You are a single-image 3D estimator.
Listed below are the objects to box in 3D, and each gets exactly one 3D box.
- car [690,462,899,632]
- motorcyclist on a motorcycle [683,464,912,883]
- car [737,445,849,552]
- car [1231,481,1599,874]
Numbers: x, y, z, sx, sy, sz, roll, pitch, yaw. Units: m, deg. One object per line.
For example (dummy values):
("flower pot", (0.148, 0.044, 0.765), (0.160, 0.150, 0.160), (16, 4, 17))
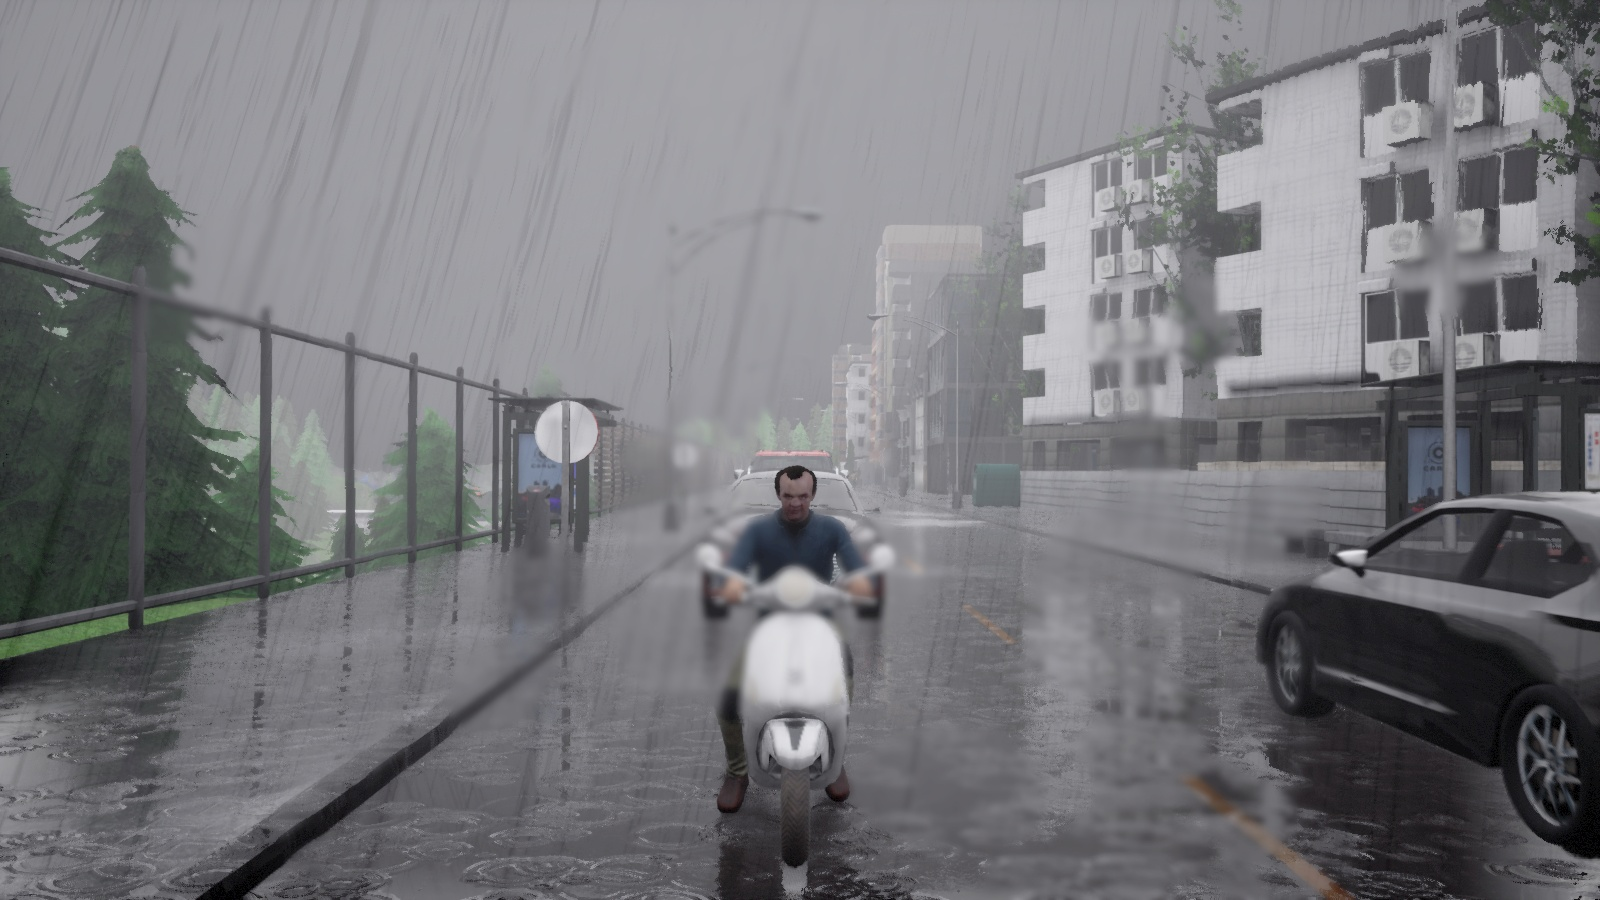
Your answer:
("car", (-0.070, 0.991, 14.704), (2.033, 1.649, 4.856), (0, -1, 0))
("motorcyclist on a motorcycle", (-0.014, 0.864, 5.695), (0.866, 1.590, 1.817), (0, -1, 0))
("car", (-0.156, 0.988, 27.039), (2.150, 2.045, 5.566), (0, -1, 0))
("car", (3.978, 0.926, 6.800), (1.816, 1.474, 4.193), (0, -1, 0))
